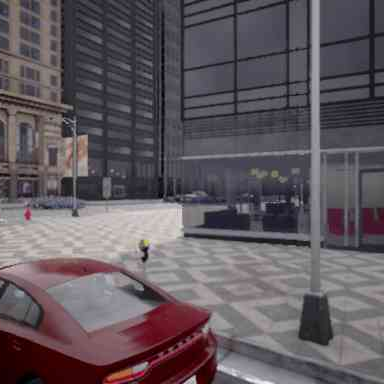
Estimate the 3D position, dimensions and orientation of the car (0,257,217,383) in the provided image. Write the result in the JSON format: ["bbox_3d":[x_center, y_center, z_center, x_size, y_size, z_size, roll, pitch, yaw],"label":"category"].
[{"bbox_3d":[-1.848,1.515,4.170,4.507,1.381,1.887,1,0,35],"label":"car"}]

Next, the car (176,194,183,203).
[{"bbox_3d":[0.297,0.876,57.546,2.150,2.045,5.566,0,0,36],"label":"car"}]

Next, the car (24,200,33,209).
[{"bbox_3d":[-17.061,1.193,38.903,2.128,1.511,4.902,0,0,35],"label":"car"}]

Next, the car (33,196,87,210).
[{"bbox_3d":[-14.338,1.249,37.128,2.033,1.411,5.357,0,0,35],"label":"car"}]

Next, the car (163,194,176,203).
[{"bbox_3d":[-3.034,1.158,58.494,1.837,1.490,4.892,0,0,36],"label":"car"}]
